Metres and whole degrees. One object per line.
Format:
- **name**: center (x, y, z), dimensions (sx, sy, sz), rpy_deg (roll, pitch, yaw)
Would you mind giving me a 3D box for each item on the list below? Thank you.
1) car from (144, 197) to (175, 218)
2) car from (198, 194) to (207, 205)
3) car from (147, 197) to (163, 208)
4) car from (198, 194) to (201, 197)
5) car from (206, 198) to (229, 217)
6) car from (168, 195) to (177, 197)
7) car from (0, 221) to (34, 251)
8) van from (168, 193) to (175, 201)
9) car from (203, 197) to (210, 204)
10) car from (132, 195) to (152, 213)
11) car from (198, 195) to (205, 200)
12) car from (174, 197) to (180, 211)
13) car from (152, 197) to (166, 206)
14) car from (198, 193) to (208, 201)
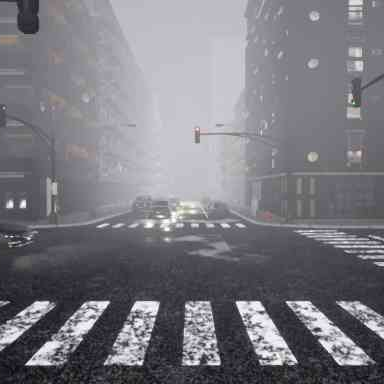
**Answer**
- **car**: center (-2.836, 1.496, 30.197), dimensions (1.837, 1.490, 4.892), rpy_deg (0, 0, 0)
- **car**: center (2.566, 1.524, 59.160), dimensions (1.887, 1.381, 4.507), rpy_deg (-1, 0, 0)
- **car**: center (-5.317, 1.510, 47.968), dimensions (1.752, 1.417, 4.829), rpy_deg (-1, 0, 0)
- **car**: center (2.569, 1.552, 75.778), dimensions (1.802, 1.307, 4.206), rpy_deg (-1, 0, 0)
- **car**: center (2.561, 1.573, 31.464), dimensions (1.802, 1.307, 4.206), rpy_deg (-1, 0, 0)
- **car**: center (-2.764, 1.530, 50.948), dimensions (2.033, 1.411, 5.357), rpy_deg (0, 0, 1)
- **car**: center (-8.510, 1.510, 12.407), dimensions (4.892, 1.490, 1.837), rpy_deg (-1, 0, -1)
- **van**: center (-5.312, 1.304, 86.899), dimensions (1.690, 1.788, 3.998), rpy_deg (-1, 0, 0)
- **car**: center (2.561, 1.539, 37.003), dimensions (2.008, 1.369, 4.403), rpy_deg (-1, 0, 0)
- **car**: center (-5.322, 1.304, 37.064), dimensions (2.192, 1.841, 5.009), rpy_deg (-1, 0, 0)
- **car**: center (2.572, 1.541, 92.395), dimensions (1.802, 1.307, 4.206), rpy_deg (-1, 0, 0)
- **car**: center (-2.831, 1.588, 40.297), dimensions (1.895, 1.301, 4.718), rpy_deg (0, 0, 0)
- **car**: center (-5.315, 1.564, 53.676), dimensions (1.802, 1.307, 4.206), rpy_deg (-1, 0, 0)
- **car**: center (2.567, 1.282, 81.317), dimensions (2.192, 1.841, 5.009), rpy_deg (-1, 0, 0)
